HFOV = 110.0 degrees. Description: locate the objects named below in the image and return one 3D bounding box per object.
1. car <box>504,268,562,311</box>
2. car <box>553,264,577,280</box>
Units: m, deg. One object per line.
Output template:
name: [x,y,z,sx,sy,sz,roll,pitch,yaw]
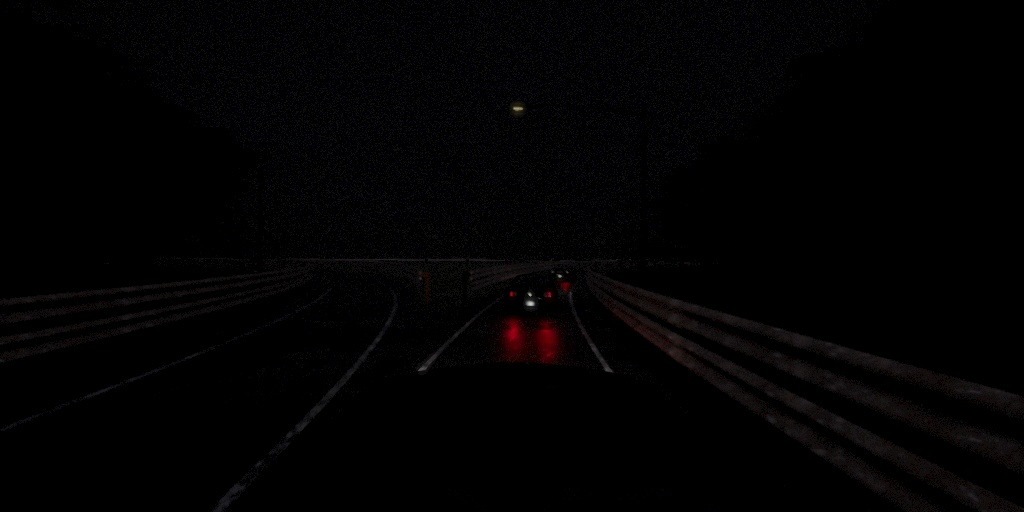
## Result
car: [0.957,1.367,14.650,1.895,1.301,4.718,0,0,8]
car: [4.725,1.406,32.384,1.895,1.301,4.718,0,0,17]
